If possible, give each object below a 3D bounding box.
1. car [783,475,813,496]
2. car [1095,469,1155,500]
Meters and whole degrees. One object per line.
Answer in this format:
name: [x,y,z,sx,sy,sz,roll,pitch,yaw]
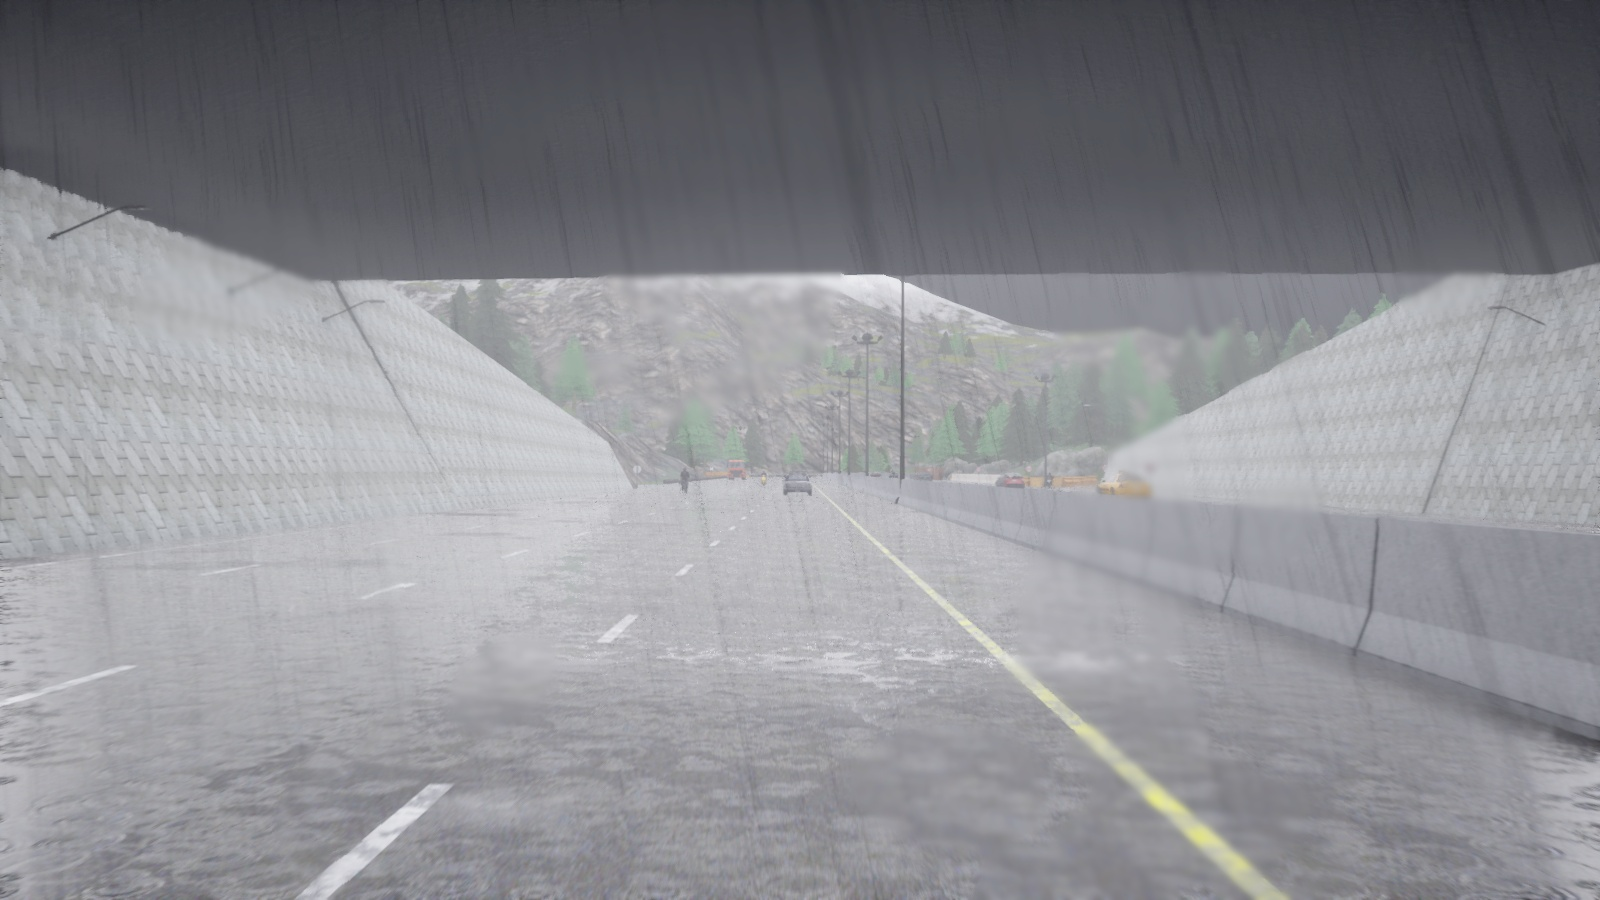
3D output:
car: [-0.139,2.277,81.336,1.895,1.301,4.718,0,-1,0]
car: [17.378,1.811,67.314,1.801,1.575,5.366,0,-1,0]
